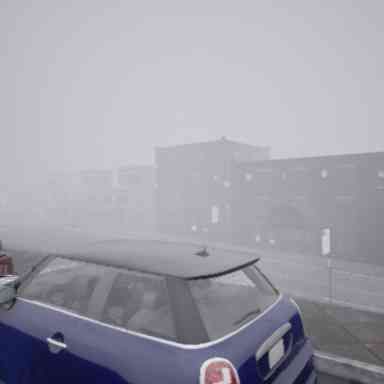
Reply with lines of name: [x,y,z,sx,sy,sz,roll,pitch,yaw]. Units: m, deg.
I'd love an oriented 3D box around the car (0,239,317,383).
car: [-1.034,1.364,3.992,4.553,1.767,2.185,0,0,35]
